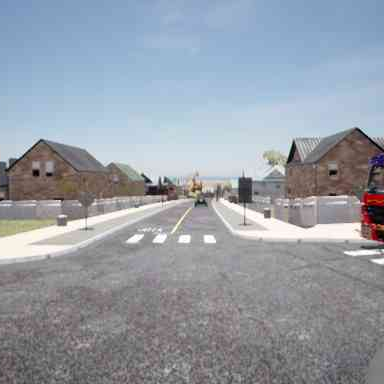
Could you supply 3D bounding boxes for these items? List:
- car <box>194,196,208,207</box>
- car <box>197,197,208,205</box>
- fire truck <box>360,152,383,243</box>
[{"bbox_3d":[1.517,1.452,54.269,2.097,1.767,4.553,0,0,3],"label":"car"},{"bbox_3d":[2.004,1.700,64.298,2.033,1.411,5.357,0,0,3],"label":"car"},{"bbox_3d":[10.584,0.170,12.184,8.468,3.827,2.891,-1,2,-17],"label":"fire truck"}]
